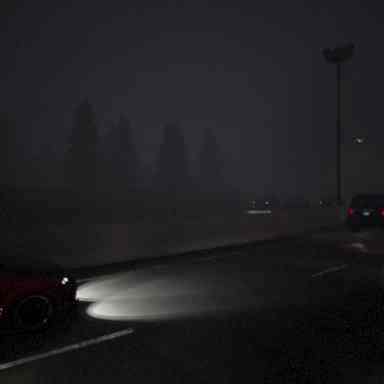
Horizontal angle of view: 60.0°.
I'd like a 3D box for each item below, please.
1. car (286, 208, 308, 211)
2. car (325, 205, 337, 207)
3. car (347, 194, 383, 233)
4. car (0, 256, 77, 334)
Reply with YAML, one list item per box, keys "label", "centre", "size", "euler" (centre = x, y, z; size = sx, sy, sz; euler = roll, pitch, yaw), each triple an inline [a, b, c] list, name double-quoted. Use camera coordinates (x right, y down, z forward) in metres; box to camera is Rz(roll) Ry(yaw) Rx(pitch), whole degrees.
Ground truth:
- label: "car"
  centre: [11.662, 1.289, 36.724]
  size: [1.882, 1.535, 5.008]
  euler: [0, 0, 33]
- label: "car"
  centre: [14.746, 1.154, 35.083]
  size: [2.097, 1.767, 4.553]
  euler: [0, 0, 33]
- label: "car"
  centre: [10.156, 1.109, 17.793]
  size: [2.150, 2.045, 5.566]
  euler: [0, 0, 43]
- label: "car"
  centre: [-4.077, 1.565, 5.317]
  size: [4.181, 1.385, 1.994]
  euler: [0, 0, -35]
